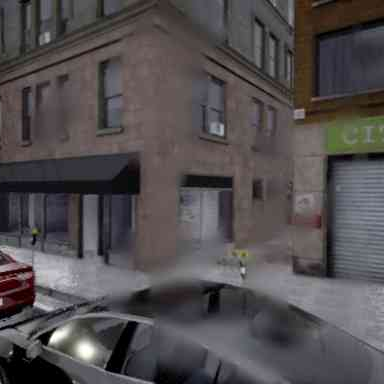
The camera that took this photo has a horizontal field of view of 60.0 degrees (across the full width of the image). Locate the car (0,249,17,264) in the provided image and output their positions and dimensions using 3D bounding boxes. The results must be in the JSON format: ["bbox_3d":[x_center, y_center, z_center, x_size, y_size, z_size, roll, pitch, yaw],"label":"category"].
[{"bbox_3d":[-4.816,1.582,6.385,4.507,1.381,1.887,0,1,36],"label":"car"}]

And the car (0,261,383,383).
[{"bbox_3d":[-0.334,1.576,3.189,4.313,1.339,1.947,0,1,36],"label":"car"}]
